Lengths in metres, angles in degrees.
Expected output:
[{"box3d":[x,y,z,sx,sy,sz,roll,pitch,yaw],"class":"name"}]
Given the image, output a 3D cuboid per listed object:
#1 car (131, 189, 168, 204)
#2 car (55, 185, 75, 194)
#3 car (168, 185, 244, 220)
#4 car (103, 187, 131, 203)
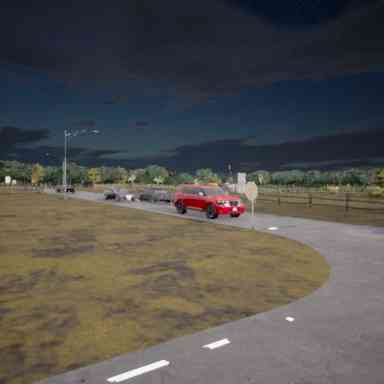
[{"box3d":[-3.783,0.380,33.393,2.033,1.411,5.357,-1,3,-35],"class":"car"},{"box3d":[-18.960,-0.404,49.721,1.895,1.301,4.718,-1,3,-36],"class":"car"},{"box3d":[0.951,0.565,22.071,2.150,2.045,5.566,-1,3,-36],"class":"car"},{"box3d":[-7.392,0.255,33.591,2.128,1.511,4.902,-1,3,-36],"class":"car"}]
